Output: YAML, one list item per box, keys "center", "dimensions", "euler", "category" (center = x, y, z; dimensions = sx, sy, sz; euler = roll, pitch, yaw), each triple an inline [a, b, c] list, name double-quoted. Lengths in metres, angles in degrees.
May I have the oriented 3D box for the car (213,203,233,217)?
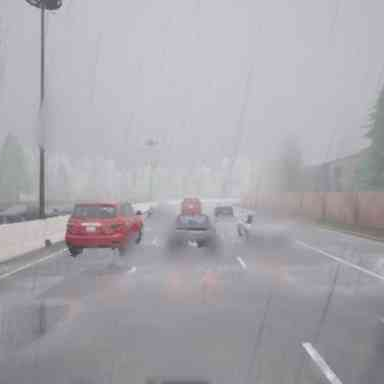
- center: [3.421, 1.914, 36.719]
  dimensions: [1.882, 1.535, 5.008]
  euler: [0, 0, 0]
  category: "car"

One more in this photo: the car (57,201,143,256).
- center: [-3.479, 1.393, 14.112]
  dimensions: [2.150, 2.045, 5.566]
  euler: [0, -1, 0]
  category: "car"

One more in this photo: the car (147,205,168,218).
- center: [-3.573, 2.027, 35.566]
  dimensions: [1.895, 1.301, 4.718]
  euler: [0, -1, 0]
  category: "car"

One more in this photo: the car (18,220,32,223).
- center: [-14.232, 1.818, 27.799]
  dimensions: [1.882, 1.535, 5.008]
  euler: [0, -1, 0]
  category: "car"

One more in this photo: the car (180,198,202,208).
- center: [-0.075, 1.651, 36.048]
  dimensions: [2.150, 2.045, 5.566]
  euler: [0, -1, 0]
  category: "car"

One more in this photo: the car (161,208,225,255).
- center: [0.028, 1.660, 14.073]
  dimensions: [2.128, 1.511, 4.902]
  euler: [0, -1, 0]
  category: "car"

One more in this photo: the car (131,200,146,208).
- center: [-10.828, 2.324, 67.474]
  dimensions: [2.128, 1.511, 4.902]
  euler: [0, -1, 0]
  category: "car"

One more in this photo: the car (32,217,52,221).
- center: [-10.729, 1.929, 26.951]
  dimensions: [1.895, 1.301, 4.718]
  euler: [0, -1, 0]
  category: "car"

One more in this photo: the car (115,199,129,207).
- center: [-14.335, 2.298, 68.410]
  dimensions: [1.882, 1.535, 5.008]
  euler: [0, -1, 0]
  category: "car"

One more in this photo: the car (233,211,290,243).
- center: [3.517, 1.806, 17.274]
  dimensions: [1.895, 1.301, 4.718]
  euler: [0, -1, 0]
  category: "car"
